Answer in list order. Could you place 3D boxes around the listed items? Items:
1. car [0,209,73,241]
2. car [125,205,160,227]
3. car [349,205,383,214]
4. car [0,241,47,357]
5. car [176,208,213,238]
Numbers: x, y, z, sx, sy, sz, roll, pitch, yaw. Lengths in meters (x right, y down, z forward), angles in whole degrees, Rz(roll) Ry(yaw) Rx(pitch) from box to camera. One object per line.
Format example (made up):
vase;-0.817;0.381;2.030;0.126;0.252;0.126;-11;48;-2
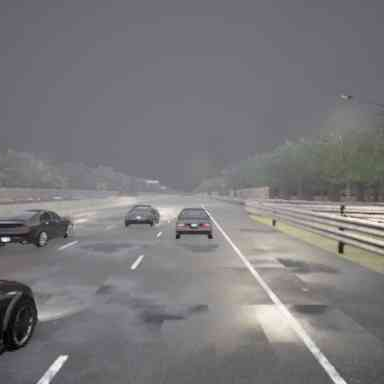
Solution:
car;-6.904;1.521;14.793;1.837;1.490;4.892;0;0;0
car;-3.406;1.599;23.272;1.994;1.385;4.181;0;0;0
car;15.297;1.749;27.299;1.895;1.301;4.718;0;-1;-22
car;-3.402;1.567;3.543;1.994;1.385;4.181;0;0;0
car;0.095;1.570;17.724;2.033;1.411;5.357;0;0;0
